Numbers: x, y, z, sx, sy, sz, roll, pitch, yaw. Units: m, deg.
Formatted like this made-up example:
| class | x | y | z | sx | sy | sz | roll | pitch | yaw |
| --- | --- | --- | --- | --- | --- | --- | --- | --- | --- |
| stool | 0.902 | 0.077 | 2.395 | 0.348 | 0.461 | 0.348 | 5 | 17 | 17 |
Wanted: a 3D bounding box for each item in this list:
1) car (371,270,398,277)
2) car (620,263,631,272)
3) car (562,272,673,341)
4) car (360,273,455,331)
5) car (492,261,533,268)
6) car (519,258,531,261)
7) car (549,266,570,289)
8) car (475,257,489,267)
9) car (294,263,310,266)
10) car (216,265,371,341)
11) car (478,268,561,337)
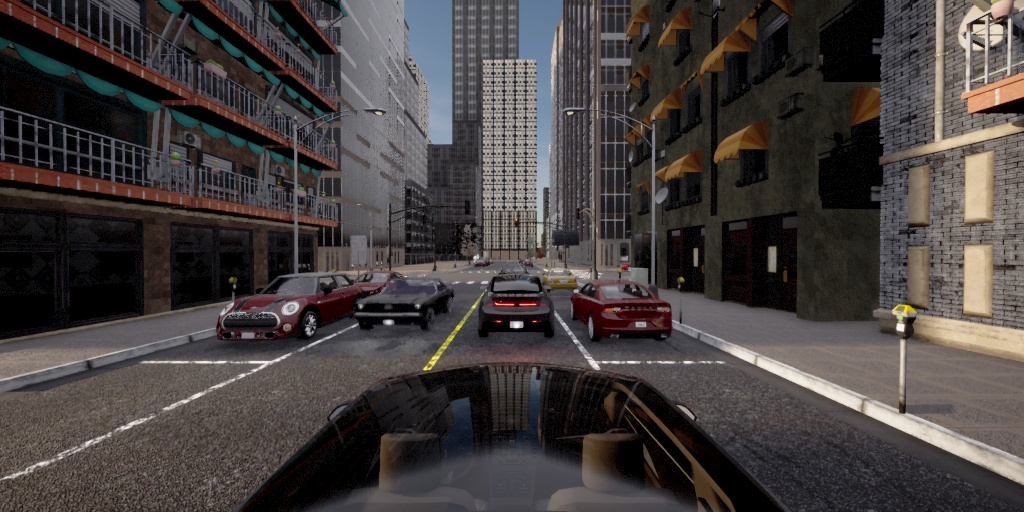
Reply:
| class | x | y | z | sx | sy | sz | roll | pitch | yaw |
| --- | --- | --- | --- | --- | --- | --- | --- | --- | --- |
| car | -5.682 | 1.293 | 15.246 | 1.888 | 1.381 | 4.507 | 0 | 0 | 0 |
| car | 14.291 | 1.005 | 39.882 | 4.507 | 1.381 | 1.888 | 0 | 0 | 0 |
| car | 2.696 | 1.294 | 9.702 | 1.888 | 1.381 | 4.507 | 0 | 0 | 0 |
| car | -3.078 | 1.349 | 11.159 | 1.895 | 1.301 | 4.718 | 0 | 0 | 0 |
| car | 0.113 | 1.239 | 20.386 | 2.128 | 1.511 | 4.902 | 0 | 0 | 0 |
| car | 2.736 | 1.186 | 64.275 | 1.967 | 1.591 | 4.097 | 0 | 0 | 0 |
| car | 2.704 | 1.273 | 20.919 | 1.751 | 1.417 | 4.829 | 0 | 0 | 0 |
| car | -5.644 | 1.291 | 64.282 | 1.888 | 1.381 | 4.507 | 0 | 0 | 0 |
| car | -23.806 | 1.494 | 39.590 | 4.097 | 1.591 | 1.967 | 0 | 0 | 0 |
| car | -5.686 | 1.188 | 9.722 | 1.967 | 1.591 | 4.097 | 0 | 0 | 0 |
| car | 0.106 | 1.253 | 10.253 | 1.837 | 1.490 | 4.892 | 0 | 0 | 0 |
